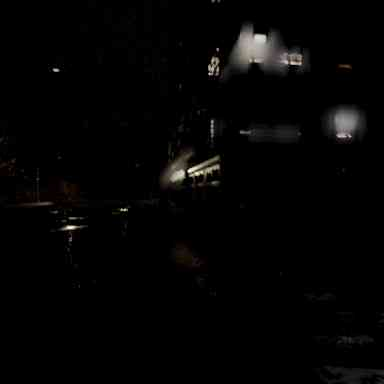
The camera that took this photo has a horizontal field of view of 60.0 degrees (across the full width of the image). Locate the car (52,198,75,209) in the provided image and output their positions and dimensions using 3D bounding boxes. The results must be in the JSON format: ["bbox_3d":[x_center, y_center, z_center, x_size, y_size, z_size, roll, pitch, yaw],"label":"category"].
[{"bbox_3d":[-16.995,1.486,44.179,1.895,1.301,4.718,1,0,-6],"label":"car"}]
